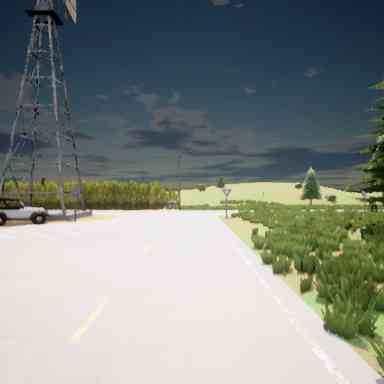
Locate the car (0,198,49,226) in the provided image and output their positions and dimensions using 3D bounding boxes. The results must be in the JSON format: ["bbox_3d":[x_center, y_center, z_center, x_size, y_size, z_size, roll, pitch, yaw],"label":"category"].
[{"bbox_3d":[-11.898,1.323,22.596,3.866,1.878,1.905,0,0,-31],"label":"car"}]
